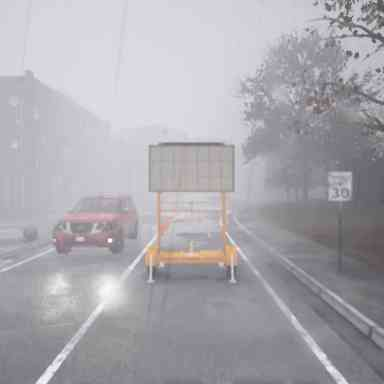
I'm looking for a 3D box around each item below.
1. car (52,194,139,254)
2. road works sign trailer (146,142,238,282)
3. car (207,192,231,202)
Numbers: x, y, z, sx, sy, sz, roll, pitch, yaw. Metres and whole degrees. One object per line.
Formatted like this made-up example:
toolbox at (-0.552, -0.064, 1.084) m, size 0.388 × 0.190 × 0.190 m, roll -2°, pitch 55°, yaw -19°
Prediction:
car at (-3.555, 1.132, 13.415) m, size 2.150 × 2.045 × 5.566 m, roll 0°, pitch 0°, yaw 1°
road works sign trailer at (-0.011, 0.401, 9.475) m, size 2.380 × 3.560 × 2.880 m, roll 0°, pitch 0°, yaw 0°
car at (4.508, 0.866, 55.125) m, size 2.097 × 1.767 × 4.553 m, roll 0°, pitch 1°, yaw 39°
